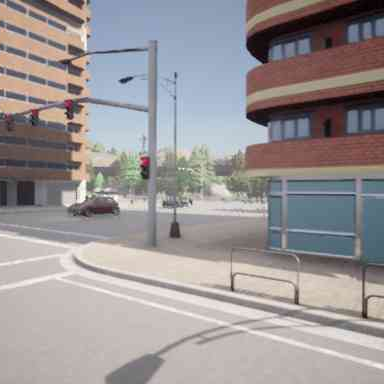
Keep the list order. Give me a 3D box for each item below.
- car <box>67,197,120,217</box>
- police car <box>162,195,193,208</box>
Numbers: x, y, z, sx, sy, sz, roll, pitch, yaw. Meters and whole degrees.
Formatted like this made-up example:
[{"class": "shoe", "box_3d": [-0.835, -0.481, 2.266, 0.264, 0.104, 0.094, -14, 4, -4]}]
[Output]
[{"class": "car", "box_3d": [-8.529, 1.202, 29.015, 2.097, 1.767, 4.553, 0, 0, 36]}, {"class": "police car", "box_3d": [-1.973, 1.253, 43.947, 1.930, 1.638, 5.238, 0, 0, 36]}]
